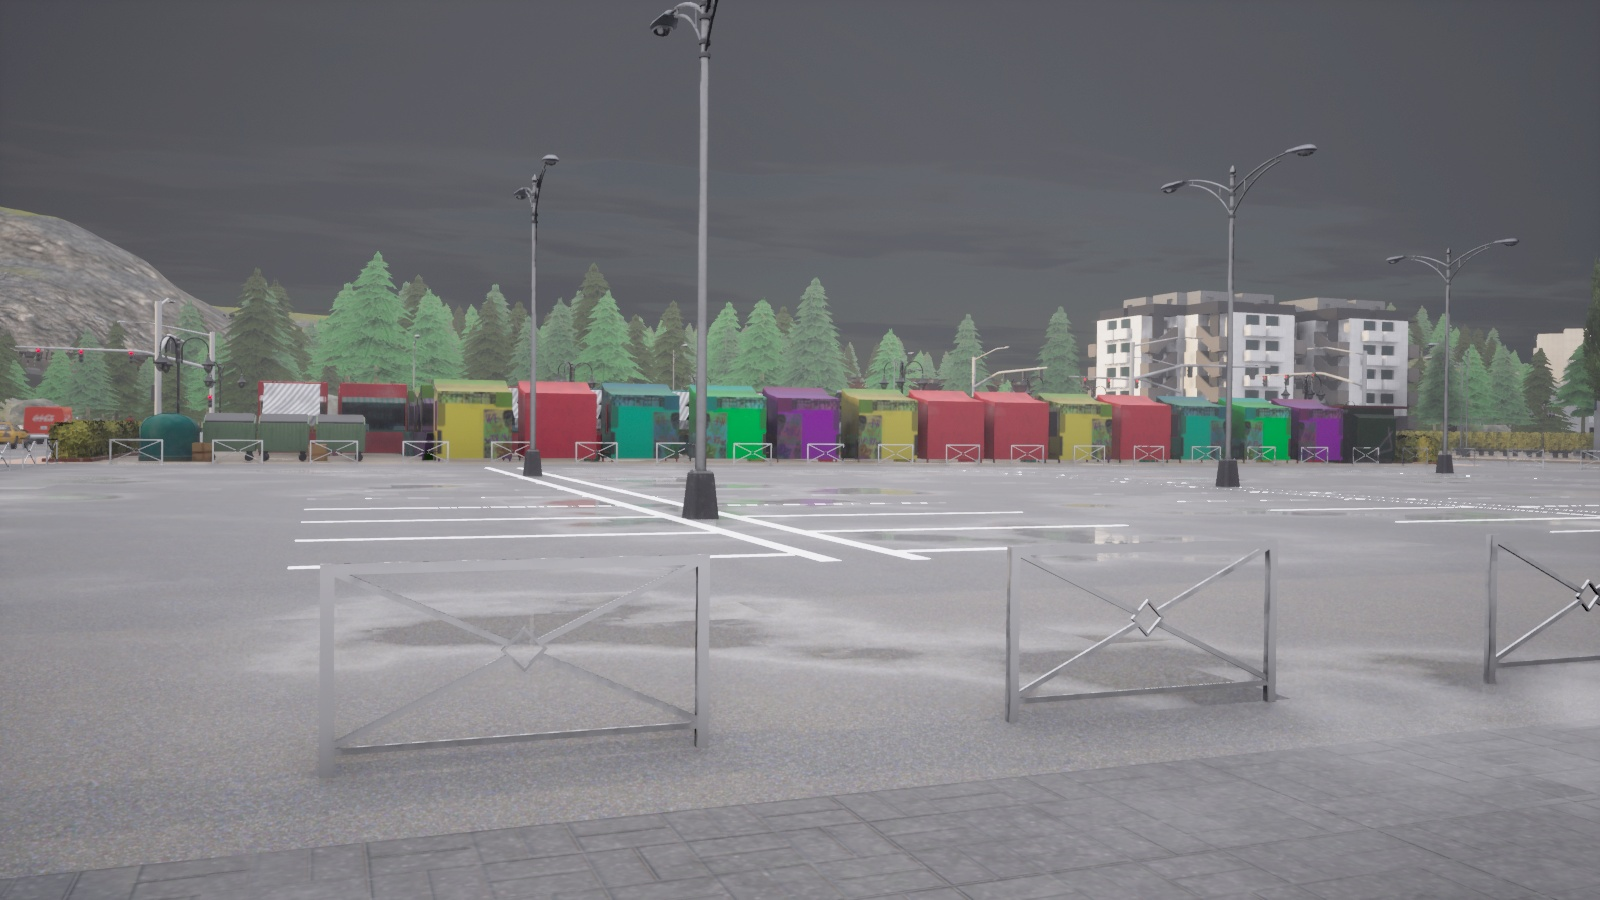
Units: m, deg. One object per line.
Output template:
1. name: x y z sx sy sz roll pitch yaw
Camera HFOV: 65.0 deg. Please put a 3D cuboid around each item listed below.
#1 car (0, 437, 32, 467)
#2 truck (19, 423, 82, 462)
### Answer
1. car: -43.706 0.076 68.832 1.801 1.575 5.366 -1 1 -21
2. truck: -48.582 -0.521 81.514 2.627 2.467 5.204 -1 1 -21
